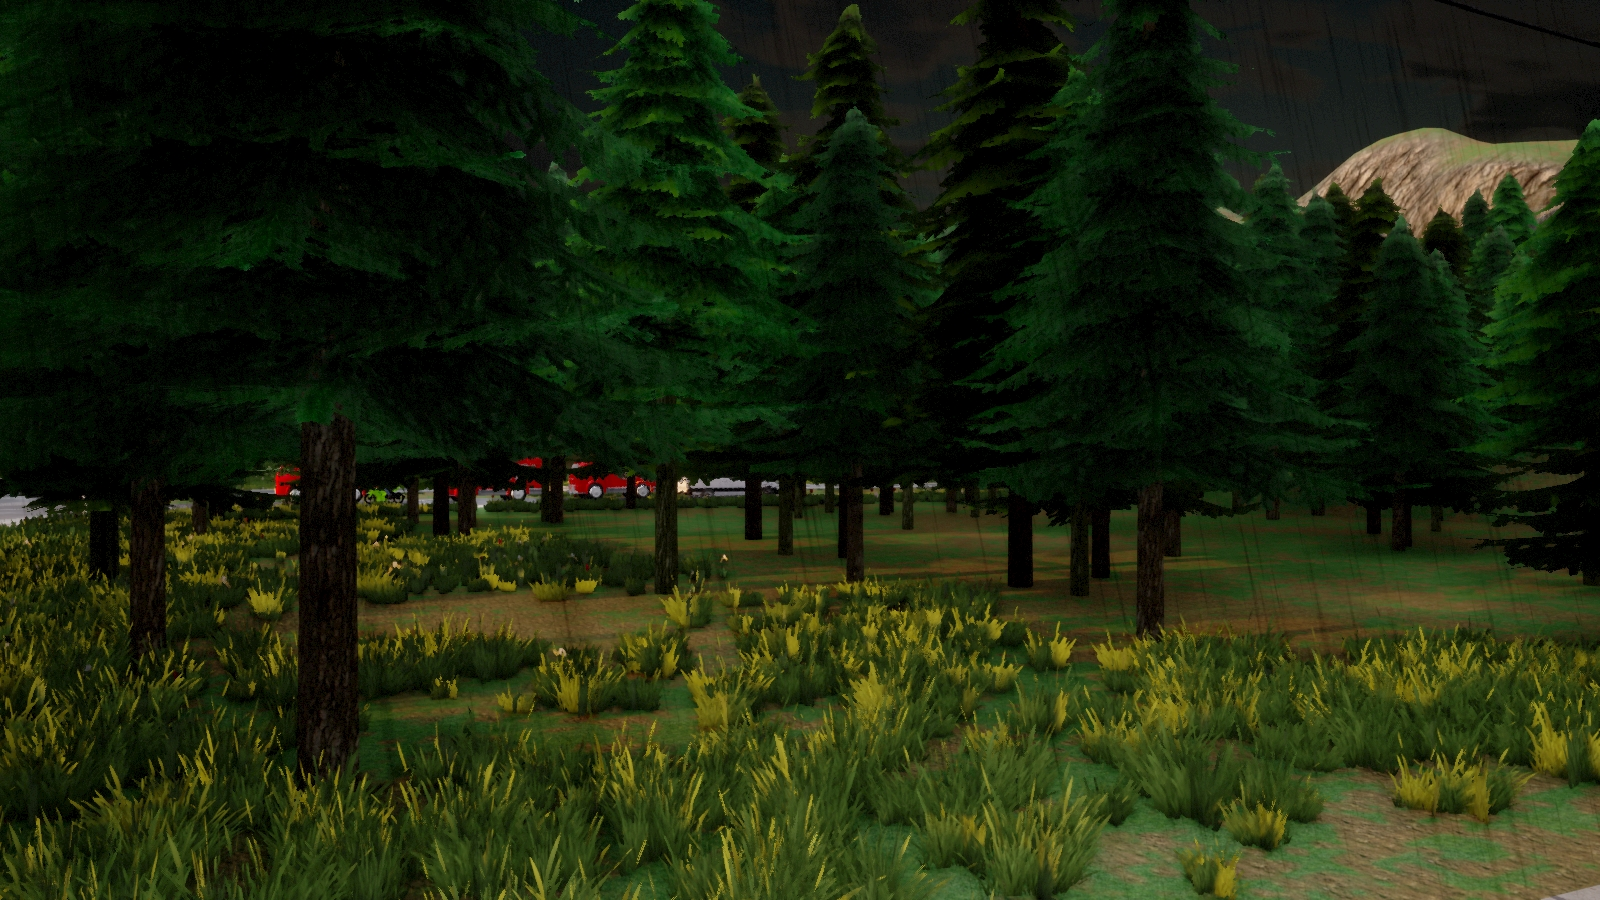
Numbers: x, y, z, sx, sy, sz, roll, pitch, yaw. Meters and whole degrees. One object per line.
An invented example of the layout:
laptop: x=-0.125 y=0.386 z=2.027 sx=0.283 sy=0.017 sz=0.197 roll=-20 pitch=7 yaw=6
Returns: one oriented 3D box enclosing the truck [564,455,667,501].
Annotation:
truck: x=-10.436 y=1.541 z=64.665 sx=5.204 sy=2.467 sz=2.627 roll=0 pitch=0 yaw=-27
